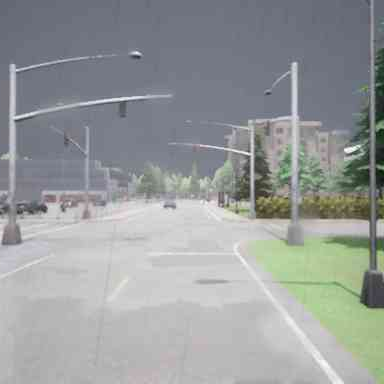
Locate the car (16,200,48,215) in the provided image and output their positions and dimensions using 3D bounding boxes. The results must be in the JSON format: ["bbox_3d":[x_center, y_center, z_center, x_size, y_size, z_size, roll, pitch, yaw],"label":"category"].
[{"bbox_3d":[-17.712,1.682,36.864,2.007,1.523,4.514,0,-1,0],"label":"car"}]

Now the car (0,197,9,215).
[{"bbox_3d":[-20.849,1.673,36.842,2.152,1.636,5.027,0,-1,0],"label":"car"}]

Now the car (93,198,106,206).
[{"bbox_3d":[-17.472,1.957,62.896,1.845,1.501,3.633,0,-1,0],"label":"car"}]

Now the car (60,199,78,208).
[{"bbox_3d":[-20.523,1.899,55.504,1.970,1.475,3.806,0,-1,0],"label":"car"}]

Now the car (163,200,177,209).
[{"bbox_3d":[-3.514,2.036,53.219,1.994,1.385,4.181,0,0,0],"label":"car"}]
